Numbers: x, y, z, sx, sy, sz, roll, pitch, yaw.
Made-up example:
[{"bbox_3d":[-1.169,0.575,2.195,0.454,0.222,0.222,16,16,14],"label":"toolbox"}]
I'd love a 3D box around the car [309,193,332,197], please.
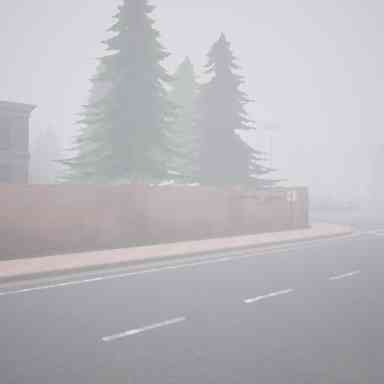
[{"bbox_3d":[18.465,1.215,49.961,2.150,2.045,5.566,0,0,-35],"label":"car"}]

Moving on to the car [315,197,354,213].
[{"bbox_3d":[14.824,1.544,36.581,2.033,1.411,5.357,0,0,-35],"label":"car"}]

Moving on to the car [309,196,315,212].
[{"bbox_3d":[10.562,1.502,36.544,1.837,1.490,4.892,0,0,-35],"label":"car"}]
